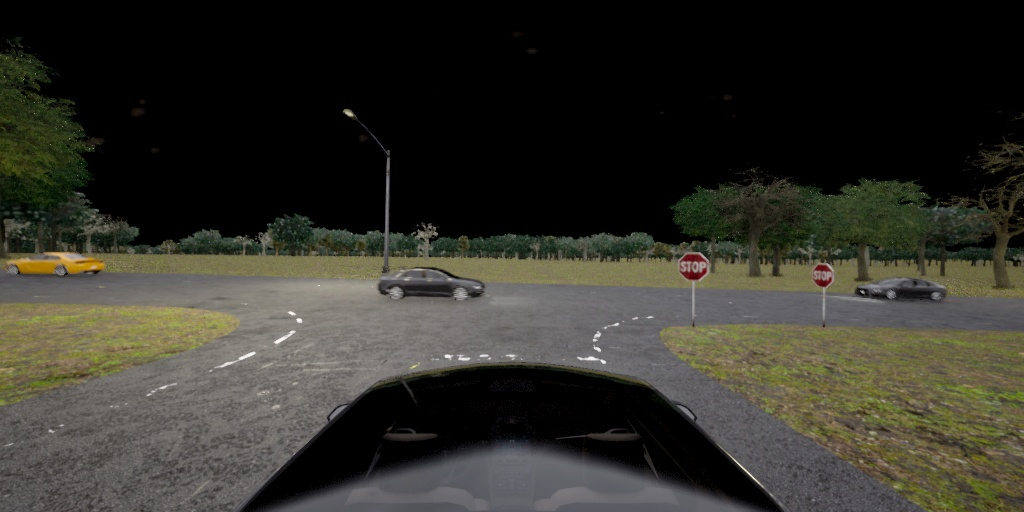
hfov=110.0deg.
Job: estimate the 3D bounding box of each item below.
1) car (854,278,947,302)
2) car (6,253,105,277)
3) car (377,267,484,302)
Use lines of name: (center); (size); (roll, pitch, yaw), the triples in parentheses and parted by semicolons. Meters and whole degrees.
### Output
car: (25.581, 2.183, 23.671); (4.892, 1.490, 1.837); (1, 1, 0)
car: (-30.236, 0.523, 23.813); (5.008, 1.535, 1.882); (2, 1, 0)
car: (-3.733, 1.299, 16.778); (4.892, 1.490, 1.837); (1, 0, 0)
